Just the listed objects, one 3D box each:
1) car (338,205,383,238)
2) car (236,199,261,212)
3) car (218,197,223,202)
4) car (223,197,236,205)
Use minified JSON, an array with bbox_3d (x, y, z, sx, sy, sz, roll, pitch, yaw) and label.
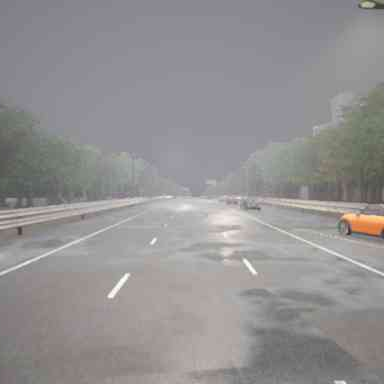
[{"bbox_3d":[9.188,1.379,16.075,2.097,1.767,4.553,0,0,-12],"label":"car"},{"bbox_3d":[6.977,1.575,39.959,2.033,1.411,5.357,0,0,0],"label":"car"},{"bbox_3d":[7.036,1.728,76.671,1.895,1.301,4.718,0,0,0],"label":"car"},{"bbox_3d":[6.989,1.574,58.976,1.812,1.442,4.674,0,0,0],"label":"car"}]
